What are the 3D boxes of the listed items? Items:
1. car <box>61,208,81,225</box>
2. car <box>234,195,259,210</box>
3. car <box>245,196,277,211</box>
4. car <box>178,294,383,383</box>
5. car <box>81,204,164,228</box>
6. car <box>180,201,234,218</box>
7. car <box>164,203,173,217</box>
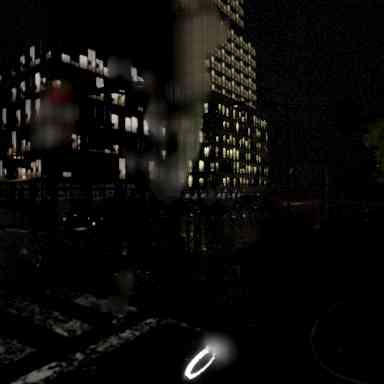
[{"bbox_3d":[-7.437,1.641,25.203,2.128,1.511,4.902,-1,-1,37],"label":"car"},{"bbox_3d":[7.506,1.399,45.040,2.150,2.045,5.566,-1,-1,37],"label":"car"},{"bbox_3d":[9.092,1.610,41.743,2.128,1.511,4.902,-1,-1,37],"label":"car"},{"bbox_3d":[2.060,1.350,2.215,4.553,1.767,2.097,0,0,35],"label":"car"},{"bbox_3d":[-4.699,1.641,23.438,2.033,1.411,5.357,-1,-1,37],"label":"car"},{"bbox_3d":[1.551,1.653,31.746,2.033,1.411,5.357,-1,-1,37],"label":"car"},{"bbox_3d":[-1.205,1.708,33.480,2.033,1.411,5.357,-1,-1,37],"label":"car"}]
